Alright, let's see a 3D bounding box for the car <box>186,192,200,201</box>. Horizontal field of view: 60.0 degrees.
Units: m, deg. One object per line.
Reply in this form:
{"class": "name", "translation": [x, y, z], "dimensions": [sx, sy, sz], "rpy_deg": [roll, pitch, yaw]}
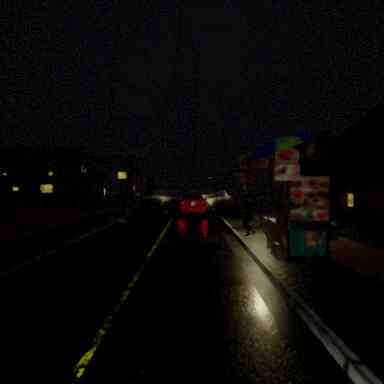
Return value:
{"class": "car", "translation": [0.148, 0.657, 50.415], "dimensions": [1.895, 1.301, 4.718], "rpy_deg": [0, 1, 0]}

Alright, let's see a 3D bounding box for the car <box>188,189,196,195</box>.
{"class": "car", "translation": [0.087, 0.072, 84.441], "dimensions": [2.033, 1.411, 5.357], "rpy_deg": [0, 1, 0]}

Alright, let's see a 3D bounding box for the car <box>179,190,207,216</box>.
{"class": "car", "translation": [0.080, 0.845, 25.895], "dimensions": [2.097, 1.767, 4.553], "rpy_deg": [0, 1, 0]}

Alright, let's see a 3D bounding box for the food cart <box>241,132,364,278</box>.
{"class": "food cart", "translation": [3.045, 0.248, 10.514], "dimensions": [2.280, 3.560, 4.660], "rpy_deg": [1, 2, 0]}

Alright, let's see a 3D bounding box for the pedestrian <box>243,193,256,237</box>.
{"class": "pedestrian", "translation": [2.252, 0.870, 13.372], "dimensions": [0.375, 1.860, 0.375], "rpy_deg": [-1, 2, 0]}
